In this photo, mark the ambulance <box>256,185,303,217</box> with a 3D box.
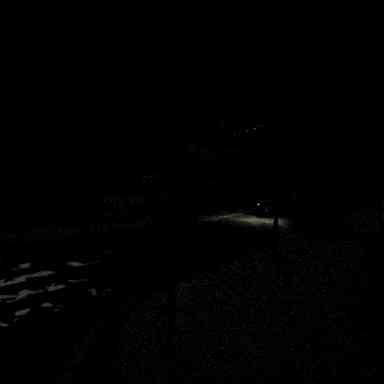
[{"bbox_3d":[7.407,0.672,27.948,2.351,2.431,6.366,3,2,33],"label":"ambulance"}]
